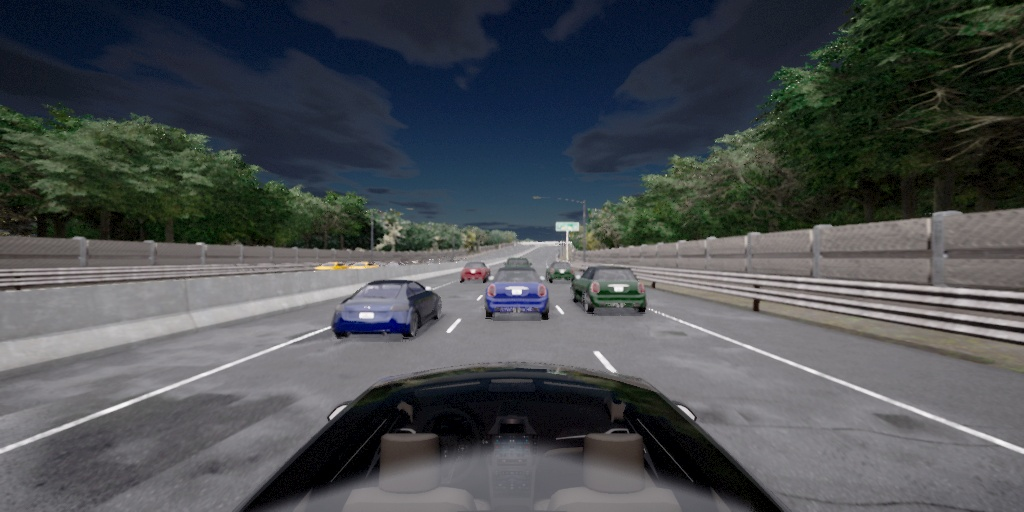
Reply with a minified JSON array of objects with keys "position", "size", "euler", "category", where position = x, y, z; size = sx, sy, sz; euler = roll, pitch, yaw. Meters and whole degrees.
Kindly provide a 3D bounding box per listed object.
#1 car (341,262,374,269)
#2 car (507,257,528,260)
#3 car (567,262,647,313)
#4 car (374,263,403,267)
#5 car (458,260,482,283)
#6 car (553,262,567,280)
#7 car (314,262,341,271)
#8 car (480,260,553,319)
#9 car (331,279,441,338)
[{"position":[-16.874,1.446,40.530],"size":[1.882,1.535,5.008],"euler":[0,0,2],"category":"car"},{"position":[0.487,1.136,29.559],"size":[2.150,2.045,5.566],"euler":[0,0,2],"category":"car"},{"position":[3.696,1.175,14.443],"size":[2.097,1.767,4.553],"euler":[0,0,1],"category":"car"},{"position":[-13.380,1.495,40.339],"size":[1.812,1.442,4.674],"euler":[0,0,2],"category":"car"},{"position":[-2.992,1.269,30.370],"size":[2.097,1.767,4.553],"euler":[0,0,2],"category":"car"},{"position":[4.008,1.273,30.279],"size":[2.097,1.767,4.553],"euler":[0,0,2],"category":"car"},{"position":[-20.368,1.444,40.711],"size":[1.882,1.535,5.008],"euler":[0,0,2],"category":"car"},{"position":[0.181,1.167,13.355],"size":[2.097,1.767,4.553],"euler":[0,0,1],"category":"car"},{"position":[-3.358,1.360,10.338],"size":[1.994,1.385,4.181],"euler":[0,0,1],"category":"car"}]
